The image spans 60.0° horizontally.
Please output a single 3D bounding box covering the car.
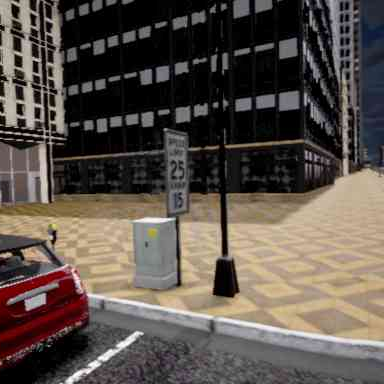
[{"bbox_3d":[-3.555,1.327,4.803,4.097,1.590,1.967,0,3,28],"label":"car"}]
